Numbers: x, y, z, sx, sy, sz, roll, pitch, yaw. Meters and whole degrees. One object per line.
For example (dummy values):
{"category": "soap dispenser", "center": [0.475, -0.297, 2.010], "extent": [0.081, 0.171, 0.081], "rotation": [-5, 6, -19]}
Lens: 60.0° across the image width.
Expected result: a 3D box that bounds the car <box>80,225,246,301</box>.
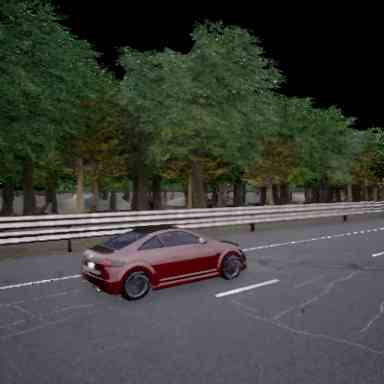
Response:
{"category": "car", "center": [-0.590, 1.546, 8.363], "extent": [4.181, 1.385, 1.994], "rotation": [0, 0, -38]}
